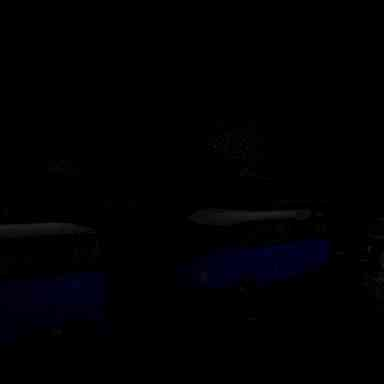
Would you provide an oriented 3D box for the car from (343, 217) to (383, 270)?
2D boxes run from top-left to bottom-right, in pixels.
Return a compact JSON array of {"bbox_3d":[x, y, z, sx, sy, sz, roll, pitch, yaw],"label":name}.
[{"bbox_3d":[6.092,1.521,10.876,4.507,1.381,1.887,0,0,-35],"label":"car"}]

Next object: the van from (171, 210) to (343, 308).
[{"bbox_3d":[1.484,1.330,7.593,3.998,1.788,1.690,0,0,-35],"label":"van"}]

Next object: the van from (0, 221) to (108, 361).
[{"bbox_3d":[-3.124,1.342,4.310,3.998,1.788,1.690,0,0,-35],"label":"van"}]
